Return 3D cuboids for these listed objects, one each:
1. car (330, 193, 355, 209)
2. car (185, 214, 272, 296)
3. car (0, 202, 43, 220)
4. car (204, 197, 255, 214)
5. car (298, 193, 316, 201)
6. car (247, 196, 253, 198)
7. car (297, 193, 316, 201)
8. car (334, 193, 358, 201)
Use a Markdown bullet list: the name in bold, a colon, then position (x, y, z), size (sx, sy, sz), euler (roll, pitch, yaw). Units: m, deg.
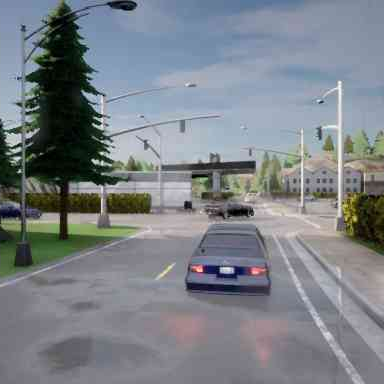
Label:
- **car**: position (20.231, 1.330, 42.329), size (5.027, 1.636, 2.152), euler (0, 0, 10)
- **car**: position (1.085, 1.547, 8.845), size (2.033, 1.411, 5.357), euler (0, 0, 10)
- **car**: position (-14.521, 1.525, 26.961), size (4.674, 1.442, 1.812), euler (0, 0, 10)
- **car**: position (3.205, 1.491, 28.034), size (4.902, 1.511, 2.128), euler (0, 1, -42)
- **car**: position (27.340, 1.077, 79.237), size (3.866, 1.878, 1.905), euler (0, 0, 10)
- **car**: position (11.184, 1.525, 64.732), size (1.812, 1.442, 4.674), euler (0, 0, 10)
- **car**: position (26.159, 1.361, 76.070), size (3.806, 1.475, 1.970), euler (0, 0, 10)
- **car**: position (34.514, 1.097, 74.628), size (4.605, 1.855, 1.932), euler (0, 0, 10)
